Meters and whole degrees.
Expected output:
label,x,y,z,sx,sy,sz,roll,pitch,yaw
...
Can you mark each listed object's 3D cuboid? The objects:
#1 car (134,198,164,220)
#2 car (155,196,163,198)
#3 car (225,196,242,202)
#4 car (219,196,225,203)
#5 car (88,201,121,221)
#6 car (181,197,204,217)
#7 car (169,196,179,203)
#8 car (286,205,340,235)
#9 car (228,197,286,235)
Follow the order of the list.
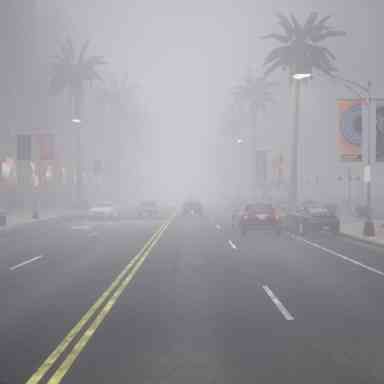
label,x,y,z,sx,sy,sz,roll,pitch,yaw
car,-3.674,1.502,28.202,1.837,1.490,4.892,0,0,0
car,-6.980,1.546,68.941,1.994,1.385,4.181,0,0,0
car,6.470,1.349,47.979,2.185,1.767,4.553,0,0,0
car,6.719,1.506,69.909,2.161,1.482,4.786,0,0,0
car,-7.173,1.523,27.705,1.812,1.442,4.674,0,0,0
car,0.017,1.500,31.331,1.837,1.490,4.892,0,0,0
car,-3.534,1.488,66.088,2.128,1.511,4.902,0,0,1
car,6.538,1.479,18.604,2.231,1.521,4.892,0,0,0
car,3.548,1.350,19.004,2.097,1.767,4.553,0,0,0
